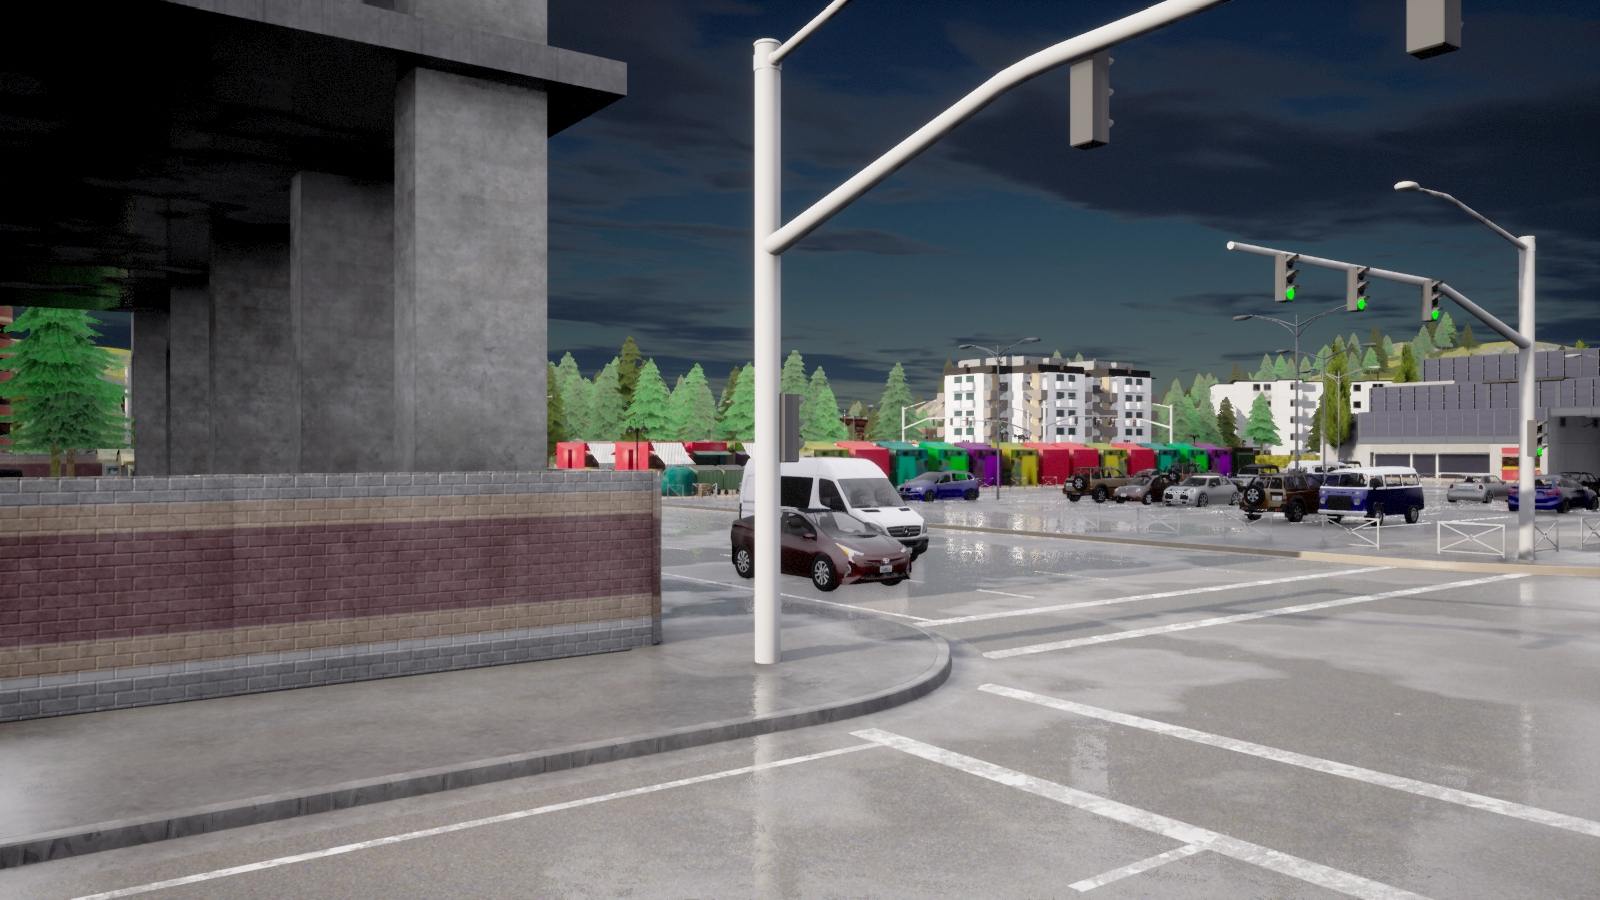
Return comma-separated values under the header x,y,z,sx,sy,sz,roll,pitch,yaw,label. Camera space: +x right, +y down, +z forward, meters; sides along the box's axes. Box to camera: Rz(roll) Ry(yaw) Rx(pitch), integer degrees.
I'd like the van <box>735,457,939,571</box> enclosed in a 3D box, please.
x,y,z,sx,sy,sz,roll,pitch,yaw,label
0.780,1.479,29.066,1.988,2.561,5.915,0,0,-36,van

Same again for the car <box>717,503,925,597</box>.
x,y,z,sx,sy,sz,roll,pitch,yaw,label
0.324,1.984,23.786,2.007,1.525,4.514,0,0,-36,car
